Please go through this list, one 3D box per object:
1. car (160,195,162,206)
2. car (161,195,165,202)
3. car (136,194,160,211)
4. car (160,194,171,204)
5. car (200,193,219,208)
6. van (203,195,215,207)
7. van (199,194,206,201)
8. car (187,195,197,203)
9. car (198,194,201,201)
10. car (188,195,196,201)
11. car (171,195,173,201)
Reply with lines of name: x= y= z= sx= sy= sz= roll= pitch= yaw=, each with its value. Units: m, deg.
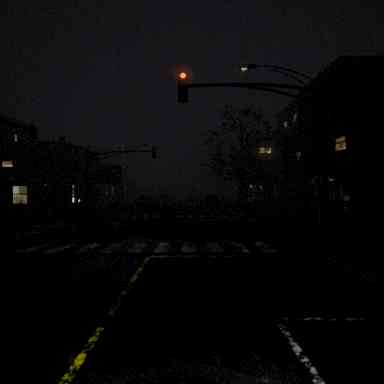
car: x=-5.700 y=1.533 z=46.984 sx=1.887 sy=1.381 sz=4.507 roll=-1 pitch=0 yaw=0
car: x=-5.700 y=1.569 z=52.528 sx=1.802 sy=1.307 sz=4.206 roll=-1 pitch=0 yaw=0
car: x=-5.700 y=1.305 z=41.440 sx=2.192 sy=1.841 sz=5.009 roll=-1 pitch=0 yaw=0
car: x=-5.704 y=1.299 z=63.616 sx=2.192 sy=1.841 sz=5.009 roll=-1 pitch=0 yaw=0
car: x=2.679 y=1.303 z=46.985 sx=2.192 sy=1.841 sz=5.009 roll=-1 pitch=0 yaw=0
van: x=2.679 y=1.328 z=52.529 sx=1.690 sy=1.788 sz=3.998 roll=-1 pitch=0 yaw=0
van: x=2.674 y=1.317 z=85.793 sx=1.690 sy=1.788 sz=3.998 roll=-1 pitch=0 yaw=0
car: x=-0.010 y=1.460 z=67.394 sx=1.882 sy=1.535 sz=5.008 roll=0 pitch=0 yaw=0
car: x=2.679 y=1.534 z=63.617 sx=2.008 sy=1.369 sz=4.403 roll=-1 pitch=0 yaw=0
car: x=-0.011 y=1.428 z=77.845 sx=1.994 sy=1.385 sz=4.181 roll=0 pitch=0 yaw=0
car: x=-5.704 y=1.297 z=69.160 sx=2.192 sy=1.841 sz=5.009 roll=-1 pitch=0 yaw=0
